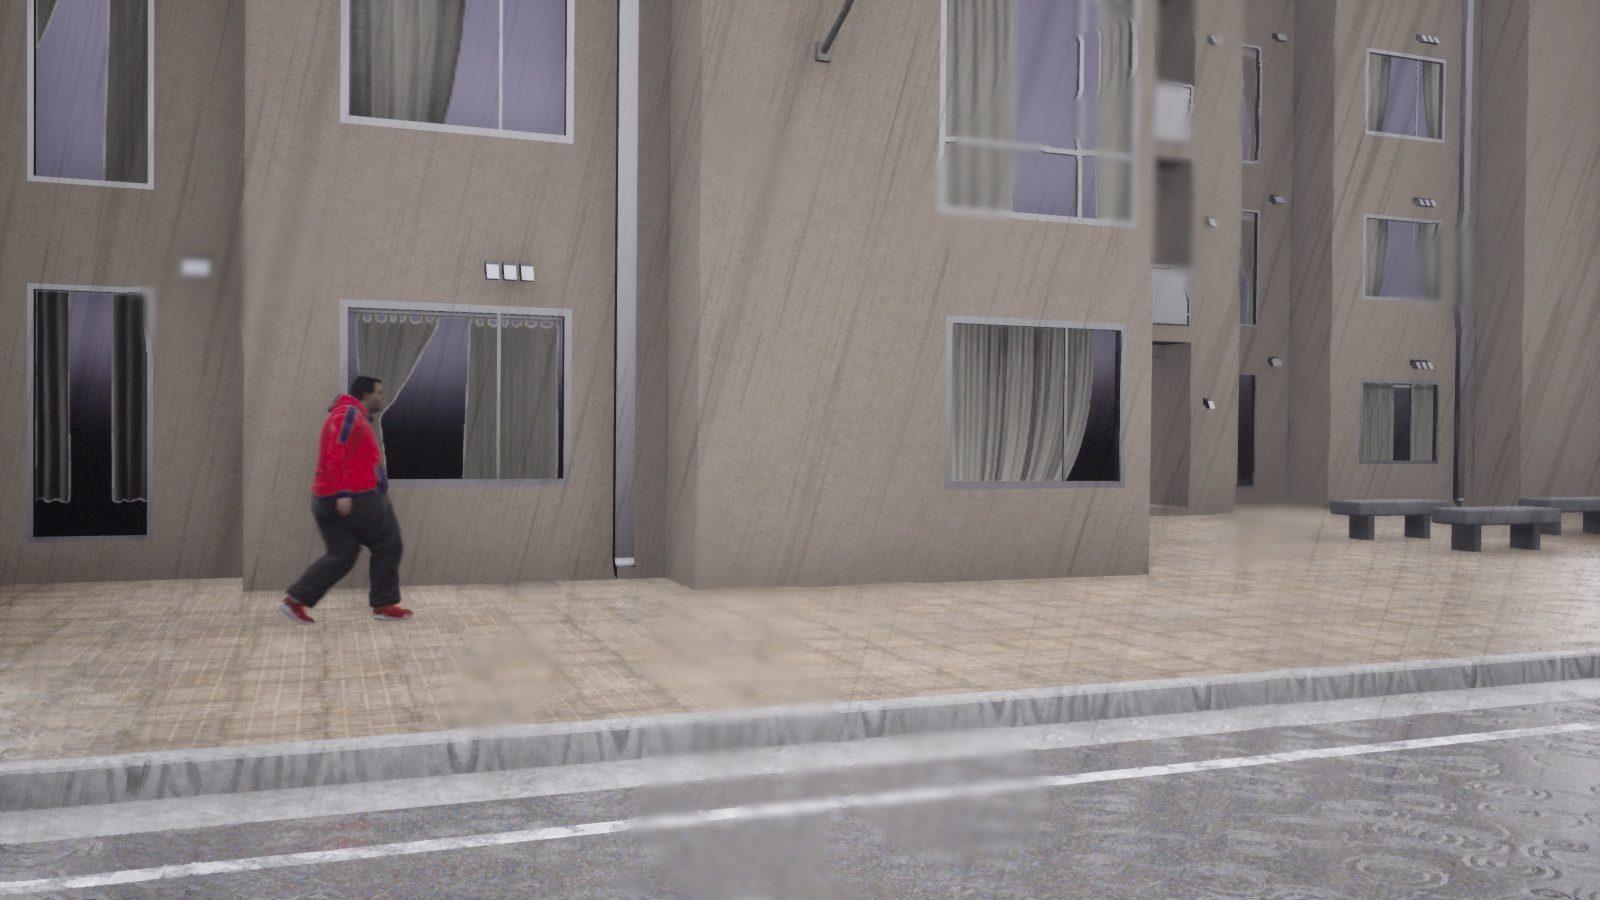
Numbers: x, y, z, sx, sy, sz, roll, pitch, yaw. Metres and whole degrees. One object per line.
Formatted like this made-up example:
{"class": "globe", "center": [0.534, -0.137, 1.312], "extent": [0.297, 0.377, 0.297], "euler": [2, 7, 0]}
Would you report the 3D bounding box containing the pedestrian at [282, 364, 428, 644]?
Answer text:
{"class": "pedestrian", "center": [-3.103, 0.348, 8.749], "extent": [0.899, 1.844, 0.634], "euler": [-1, 1, -22]}
